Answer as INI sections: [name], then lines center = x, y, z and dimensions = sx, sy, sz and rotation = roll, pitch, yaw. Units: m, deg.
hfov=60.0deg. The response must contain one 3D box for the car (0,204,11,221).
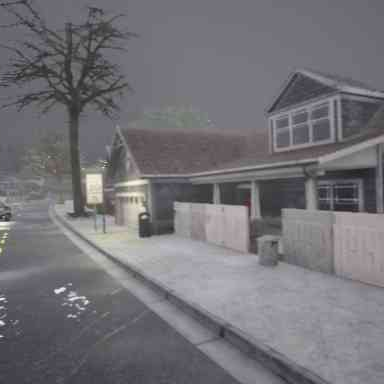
[car]
center = -16.221, 1.671, 27.620
dimensions = 1.994, 1.385, 4.181
rotation = -2, 1, -25
